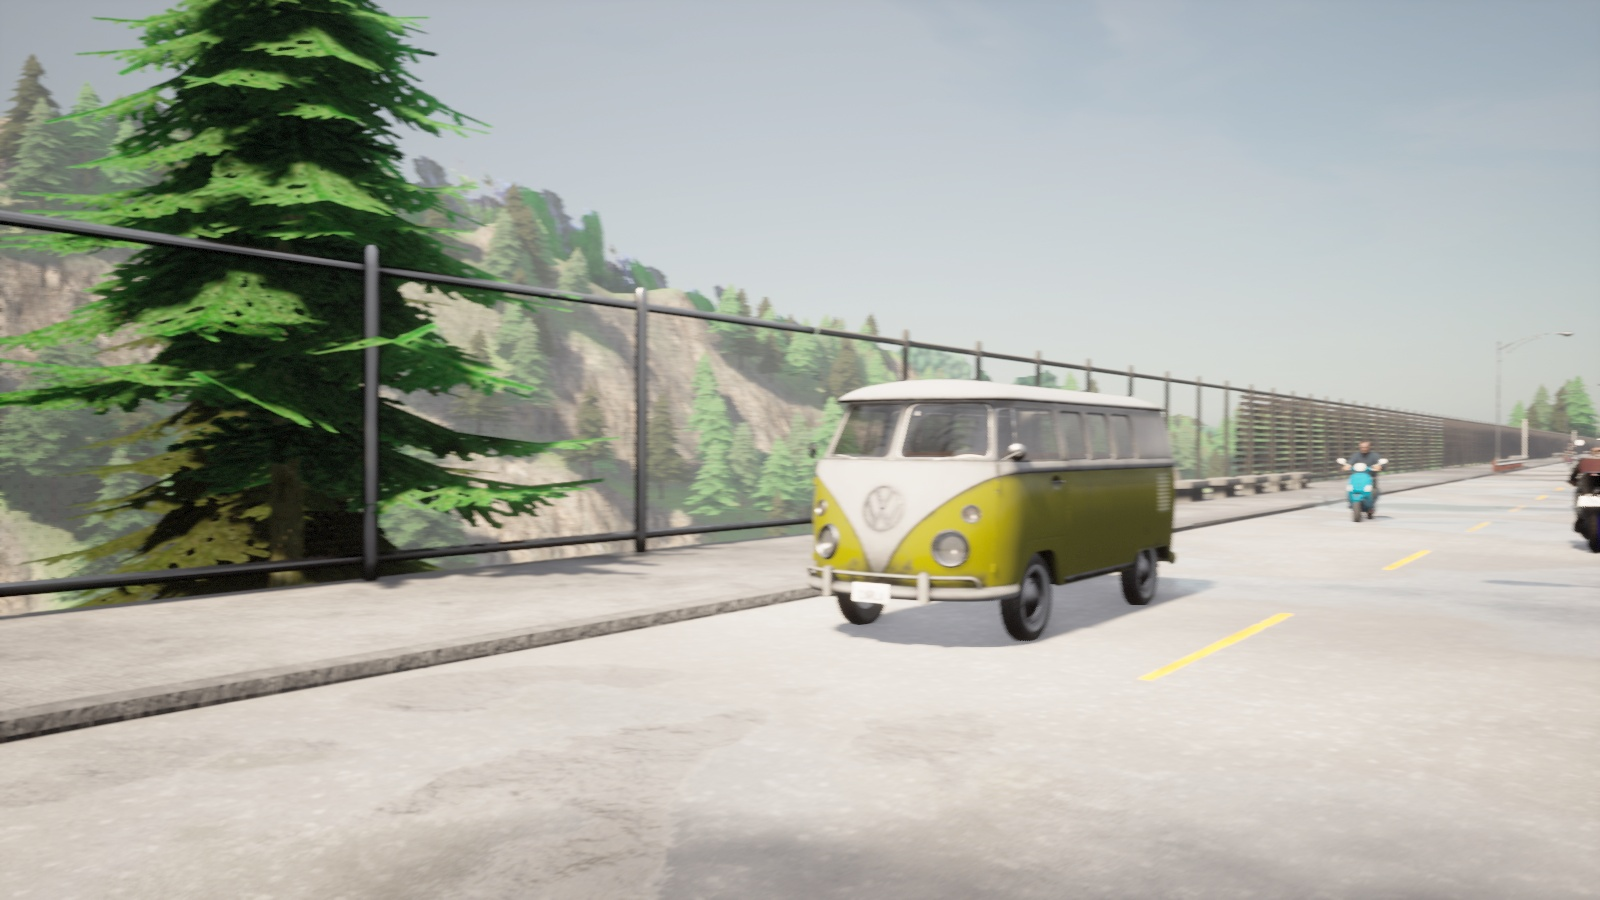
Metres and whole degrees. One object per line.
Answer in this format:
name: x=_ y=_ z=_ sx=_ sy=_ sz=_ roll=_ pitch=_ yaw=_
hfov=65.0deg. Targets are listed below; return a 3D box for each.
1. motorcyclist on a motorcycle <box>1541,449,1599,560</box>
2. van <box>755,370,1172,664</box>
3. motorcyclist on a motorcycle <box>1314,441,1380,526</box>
motorcyclist on a motorcycle: x=11.452 y=0.748 z=18.440 sx=0.866 sy=1.530 sz=2.191 roll=1 pitch=0 yaw=33
van: x=1.635 y=0.442 z=10.827 sx=1.775 sy=1.987 sz=4.442 roll=1 pitch=0 yaw=33
motorcyclist on a motorcycle: x=10.739 y=0.623 z=24.619 sx=0.866 sy=1.590 sz=1.817 roll=1 pitch=0 yaw=33
